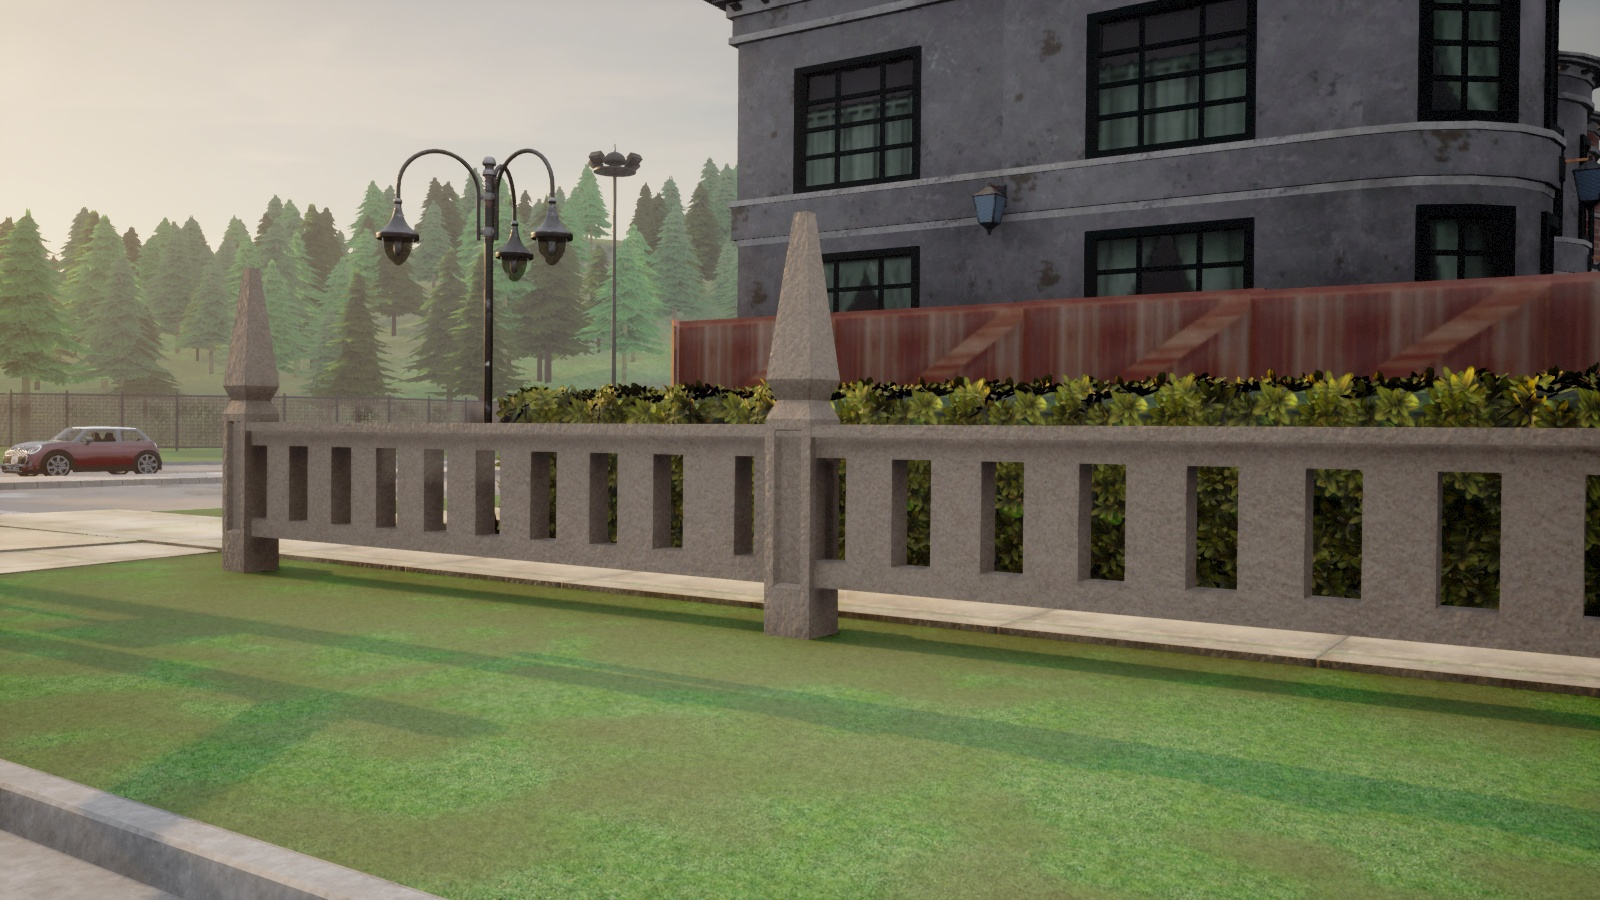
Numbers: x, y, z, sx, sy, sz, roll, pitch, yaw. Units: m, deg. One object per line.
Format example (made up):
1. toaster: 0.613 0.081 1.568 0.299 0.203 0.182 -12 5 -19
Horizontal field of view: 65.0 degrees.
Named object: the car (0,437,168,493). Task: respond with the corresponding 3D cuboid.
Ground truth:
1. car: -20.619 0.389 36.179 1.970 1.475 3.806 0 1 34
